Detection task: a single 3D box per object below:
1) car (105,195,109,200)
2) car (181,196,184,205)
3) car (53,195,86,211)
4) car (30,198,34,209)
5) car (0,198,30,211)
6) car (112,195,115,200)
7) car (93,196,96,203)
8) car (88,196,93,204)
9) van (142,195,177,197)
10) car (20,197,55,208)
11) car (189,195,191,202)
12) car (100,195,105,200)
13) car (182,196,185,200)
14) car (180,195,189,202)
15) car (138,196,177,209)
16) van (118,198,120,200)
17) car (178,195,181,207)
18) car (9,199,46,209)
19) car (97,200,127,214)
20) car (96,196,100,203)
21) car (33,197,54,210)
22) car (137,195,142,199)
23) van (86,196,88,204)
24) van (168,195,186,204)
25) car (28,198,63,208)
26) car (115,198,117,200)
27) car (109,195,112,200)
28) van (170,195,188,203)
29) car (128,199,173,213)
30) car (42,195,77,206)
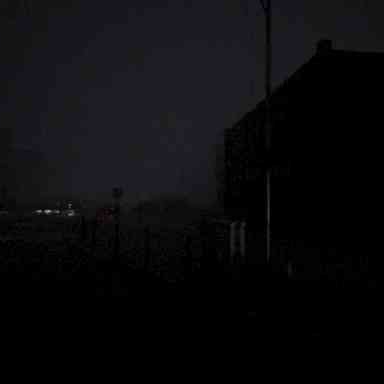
[{"bbox_3d":[-23.729,1.885,81.189,4.892,1.521,2.231,0,0,3],"label":"car"},{"bbox_3d":[-4.519,1.993,59.314,5.008,1.535,2.097,0,0,3],"label":"car"},{"bbox_3d":[-17.610,1.714,48.126,2.097,1.767,4.553,1,0,3],"label":"car"},{"bbox_3d":[-25.194,1.782,48.132,5.008,1.535,2.097,0,0,3],"label":"car"},{"bbox_3d":[-25.278,1.639,45.371,4.553,1.767,2.185,0,0,3],"label":"car"},{"bbox_3d":[-23.486,1.910,86.698,4.892,1.521,2.231,0,0,3],"label":"car"},{"bbox_3d":[-24.128,1.729,72.928,4.553,1.767,2.185,0,0,3],"label":"car"},{"bbox_3d":[-24.225,1.848,70.172,5.008,1.535,2.097,0,0,3],"label":"car"},{"bbox_3d":[-5.001,1.748,50.987,4.442,1.987,1.878,0,0,3],"label":"van"},{"bbox_3d":[-24.915,1.682,53.639,4.553,1.767,2.185,0,0,3],"label":"car"},{"bbox_3d":[-3.618,1.782,78.622,5.566,2.045,2.435,0,0,3],"label":"car"},{"bbox_3d":[-23.824,1.748,78.435,4.553,1.767,2.185,0,0,3],"label":"car"},{"bbox_3d":[-4.388,1.998,61.965,4.892,1.521,2.231,0,0,3],"label":"car"},{"bbox_3d":[-4.043,1.760,70.421,5.566,2.045,2.435,0,0,3],"label":"car"},{"bbox_3d":[-4.984,1.833,48.075,4.553,1.767,2.185,0,0,3],"label":"car"},{"bbox_3d":[-23.126,1.713,92.326,4.442,1.987,1.878,0,0,3],"label":"van"},{"bbox_3d":[-4.611,1.863,56.411,4.553,1.767,2.185,0,0,3],"label":"car"},{"bbox_3d":[-25.066,1.835,50.885,4.674,1.452,2.002,0,0,3],"label":"car"},{"bbox_3d":[-9.871,1.991,41.297,1.895,1.301,4.718,0,0,2],"label":"car"},{"bbox_3d":[-24.007,1.738,75.682,4.553,1.767,2.185,0,0,3],"label":"car"},{"bbox_3d":[-20.615,1.888,48.250,1.994,1.385,4.181,1,0,3],"label":"car"},{"bbox_3d":[-8.951,1.962,65.481,1.882,1.535,5.008,0,0,3],"label":"car"},{"bbox_3d":[-24.222,1.616,67.413,4.442,1.987,1.878,0,0,3],"label":"van"},{"bbox_3d":[-3.639,1.815,81.406,4.442,1.987,1.878,0,0,3],"label":"van"},{"bbox_3d":[-24.832,1.818,56.400,4.892,1.521,2.231,0,0,3],"label":"car"},{"bbox_3d":[-23.365,1.923,89.452,4.892,1.521,2.231,0,0,3],"label":"car"},{"bbox_3d":[-23.608,1.896,83.944,4.892,1.521,2.231,0,0,3],"label":"car"},{"bbox_3d":[-3.282,1.829,84.170,4.442,1.987,1.878,0,0,3],"label":"van"},{"bbox_3d":[-5.289,1.949,42.647,4.792,1.488,2.163,0,0,3],"label":"car"},{"bbox_3d":[-24.609,1.578,61.909,5.566,2.045,2.435,0,0,3],"label":"car"}]
